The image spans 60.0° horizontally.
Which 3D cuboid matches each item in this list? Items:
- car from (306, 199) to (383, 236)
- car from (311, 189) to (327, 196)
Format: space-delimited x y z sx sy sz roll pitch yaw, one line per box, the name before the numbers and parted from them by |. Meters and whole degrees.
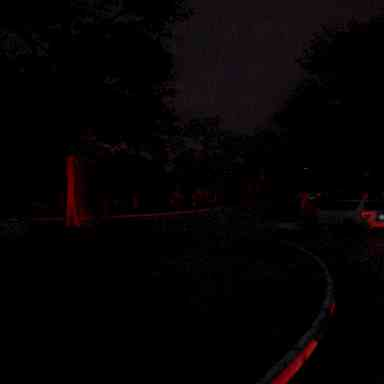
car | 9.440 1.450 20.461 2.150 2.045 5.566 -1 -1 -18
car | 27.448 0.047 71.355 4.892 1.490 1.837 -6 2 -36
